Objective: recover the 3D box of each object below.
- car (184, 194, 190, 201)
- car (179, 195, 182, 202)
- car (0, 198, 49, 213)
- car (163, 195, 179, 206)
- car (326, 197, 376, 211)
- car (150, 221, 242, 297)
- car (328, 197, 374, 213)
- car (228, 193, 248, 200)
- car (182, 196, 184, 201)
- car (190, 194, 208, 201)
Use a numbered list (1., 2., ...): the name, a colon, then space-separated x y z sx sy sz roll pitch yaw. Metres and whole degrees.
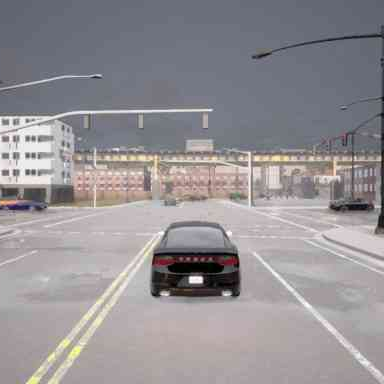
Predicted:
1. car: -1.081 1.355 83.959 2.097 1.767 4.553 0 0 23
2. car: -3.545 1.478 64.061 1.882 1.535 5.008 0 0 1
3. car: -18.589 1.601 36.837 4.718 1.301 1.895 0 0 1
4. car: -3.569 1.505 54.848 1.837 1.490 4.892 0 0 0
5. car: 18.531 1.347 38.943 4.902 1.511 2.128 -1 0 1
6. car: 0.082 1.478 8.636 1.882 1.535 5.008 0 0 0
7. car: 17.062 1.434 35.471 4.181 1.385 1.994 -1 0 1
8. car: 12.890 1.225 93.102 5.566 2.045 2.150 0 0 -24
9. car: -3.478 1.355 74.114 2.097 1.767 4.553 0 0 2
10. car: 2.210 1.355 82.726 2.097 1.767 4.553 0 0 27
